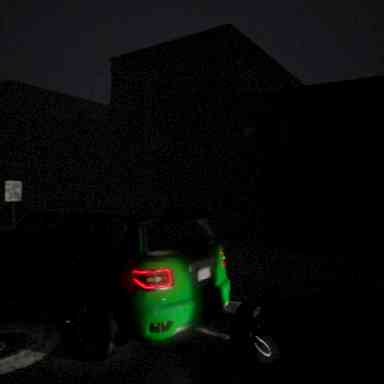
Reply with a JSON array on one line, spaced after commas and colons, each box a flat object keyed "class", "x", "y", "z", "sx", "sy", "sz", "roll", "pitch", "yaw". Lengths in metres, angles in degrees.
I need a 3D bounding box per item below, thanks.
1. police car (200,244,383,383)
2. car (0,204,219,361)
[{"class": "police car", "x": 2.800, "y": 1.421, "z": 2.740, "sx": 5.238, "sy": 1.638, "sz": 1.930, "roll": 0, "pitch": 0, "yaw": 36}, {"class": "car", "x": -2.006, "y": 1.247, "z": 6.203, "sx": 5.566, "sy": 2.045, "sz": 2.150, "roll": 0, "pitch": 0, "yaw": 36}]
